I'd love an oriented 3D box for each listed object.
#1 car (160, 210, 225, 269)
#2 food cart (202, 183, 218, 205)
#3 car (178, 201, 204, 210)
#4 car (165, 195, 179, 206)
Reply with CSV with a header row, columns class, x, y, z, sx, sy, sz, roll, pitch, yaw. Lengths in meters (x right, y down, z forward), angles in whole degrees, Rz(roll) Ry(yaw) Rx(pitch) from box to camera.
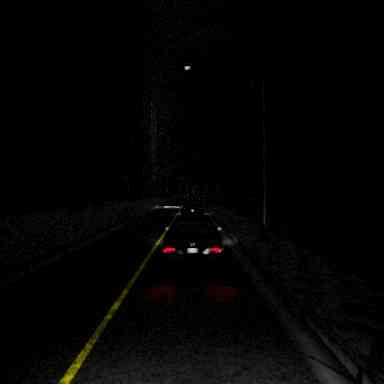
class,x,y,z,sx,sy,sz,roll,pitch,yaw
car,0.036,1.546,11.046,2.033,1.411,5.357,0,0,1
food cart,3.077,0.439,57.654,2.280,3.560,4.660,-2,-2,0
car,0.065,1.549,30.460,1.994,1.385,4.181,0,0,0
car,-3.087,1.535,52.342,1.994,1.385,4.181,0,0,0
